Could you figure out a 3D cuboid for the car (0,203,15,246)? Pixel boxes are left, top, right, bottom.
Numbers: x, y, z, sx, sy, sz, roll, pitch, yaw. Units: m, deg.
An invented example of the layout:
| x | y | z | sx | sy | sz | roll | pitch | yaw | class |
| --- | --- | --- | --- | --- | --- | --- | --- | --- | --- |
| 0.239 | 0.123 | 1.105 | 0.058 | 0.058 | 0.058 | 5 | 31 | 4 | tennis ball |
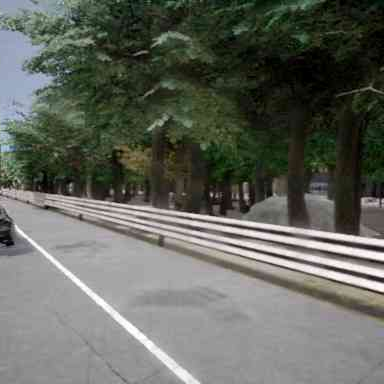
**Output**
| x | y | z | sx | sy | sz | roll | pitch | yaw | class |
| --- | --- | --- | --- | --- | --- | --- | --- | --- | --- |
| -7.597 | 1.118 | 11.972 | 1.837 | 1.490 | 4.892 | 0 | 2 | -34 | car |
